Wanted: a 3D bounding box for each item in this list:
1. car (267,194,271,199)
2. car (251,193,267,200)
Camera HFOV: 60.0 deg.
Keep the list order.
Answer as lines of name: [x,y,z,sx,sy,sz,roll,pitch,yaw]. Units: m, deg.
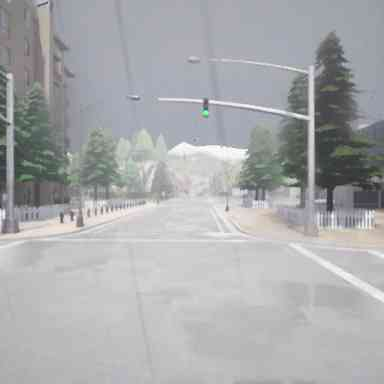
car: [19.048,1.287,85.884,1.970,1.475,3.806,0,0,2]
car: [15.768,1.287,78.590,1.845,1.501,3.633,0,0,2]
